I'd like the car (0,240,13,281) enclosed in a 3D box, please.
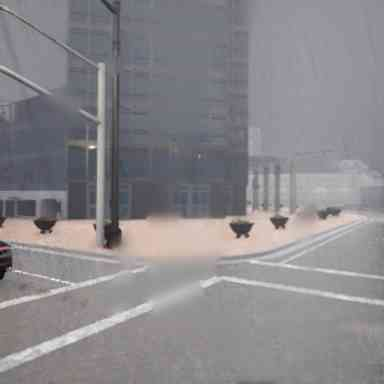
[{"bbox_3d":[-6.739,1.606,8.888,4.902,1.511,2.128,-1,-1,34],"label":"car"}]

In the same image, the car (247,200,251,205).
[{"bbox_3d":[13.519,2.773,89.873,4.892,1.490,1.837,0,-1,33],"label":"car"}]
